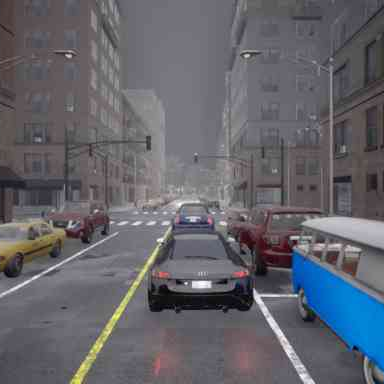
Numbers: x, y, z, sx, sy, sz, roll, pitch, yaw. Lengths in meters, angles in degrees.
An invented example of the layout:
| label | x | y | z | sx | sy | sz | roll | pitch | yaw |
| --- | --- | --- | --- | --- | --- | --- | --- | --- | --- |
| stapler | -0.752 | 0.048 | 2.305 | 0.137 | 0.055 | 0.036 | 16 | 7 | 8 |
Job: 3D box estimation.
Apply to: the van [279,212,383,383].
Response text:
| label | x | y | z | sx | sy | sz | roll | pitch | yaw |
| --- | --- | --- | --- | --- | --- | --- | --- | --- | --- |
| van | 2.643 | 1.341 | 4.659 | 1.690 | 1.788 | 3.998 | 0 | 0 | 0 |

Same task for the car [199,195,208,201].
| label | x | y | z | sx | sy | sz | roll | pitch | yaw |
| --- | --- | --- | --- | --- | --- | --- | --- | --- | --- |
| car | 2.728 | 1.437 | 81.399 | 1.967 | 1.590 | 4.097 | 0 | 0 | 0 |

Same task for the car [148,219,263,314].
| label | x | y | z | sx | sy | sz | roll | pitch | yaw |
| --- | --- | --- | --- | --- | --- | --- | --- | --- | --- |
| car | 0.107 | 1.564 | 7.732 | 1.994 | 1.385 | 4.181 | 0 | 0 | -2 |

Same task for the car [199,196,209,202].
| label | x | y | z | sx | sy | sz | roll | pitch | yaw |
| --- | --- | --- | --- | --- | --- | --- | --- | --- | --- |
| car | 2.722 | 1.548 | 75.917 | 2.008 | 1.369 | 4.403 | 0 | 0 | 0 |

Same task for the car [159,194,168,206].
| label | x | y | z | sx | sy | sz | roll | pitch | yaw |
| --- | --- | --- | --- | --- | --- | --- | --- | --- | --- |
| car | -5.352 | 1.522 | 53.828 | 1.752 | 1.417 | 4.829 | 0 | 0 | 0 |

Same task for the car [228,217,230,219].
| label | x | y | z | sx | sy | sz | roll | pitch | yaw |
| --- | --- | --- | --- | --- | --- | --- | --- | --- | --- |
| car | 2.656 | 1.581 | 16.017 | 1.802 | 1.307 | 4.206 | 0 | 0 | 0 |

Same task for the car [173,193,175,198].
| label | x | y | z | sx | sy | sz | roll | pitch | yaw |
| --- | --- | --- | --- | --- | --- | --- | --- | --- | --- |
| car | -5.327 | 1.437 | 70.444 | 1.967 | 1.590 | 4.097 | 0 | 0 | 0 |

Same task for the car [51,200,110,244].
| label | x | y | z | sx | sy | sz | roll | pitch | yaw |
| --- | --- | --- | --- | --- | --- | --- | --- | --- | --- |
| car | -5.382 | 1.314 | 16.027 | 2.192 | 1.841 | 5.009 | 0 | 0 | 0 |

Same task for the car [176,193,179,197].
| label | x | y | z | sx | sy | sz | roll | pitch | yaw |
| --- | --- | --- | --- | --- | --- | --- | --- | --- | --- |
| car | -5.303 | 1.312 | 86.890 | 2.192 | 1.841 | 5.009 | 0 | 0 | 0 |

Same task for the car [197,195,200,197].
| label | x | y | z | sx | sy | sz | roll | pitch | yaw |
| --- | --- | --- | --- | --- | --- | --- | --- | --- | --- |
| car | 2.716 | 1.548 | 70.435 | 2.008 | 1.369 | 4.403 | 0 | 0 | 0 |

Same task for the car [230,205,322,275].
| label | x | y | z | sx | sy | sz | roll | pitch | yaw |
| --- | --- | --- | --- | --- | --- | --- | --- | --- | --- |
| car | 2.650 | 1.314 | 10.338 | 2.192 | 1.841 | 5.009 | 0 | 0 | 0 |

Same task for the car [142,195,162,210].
| label | x | y | z | sx | sy | sz | roll | pitch | yaw |
| --- | --- | --- | --- | --- | --- | --- | --- | --- | --- |
| car | -5.368 | 1.521 | 42.864 | 1.752 | 1.417 | 4.829 | 0 | 0 | 0 |

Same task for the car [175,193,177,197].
| label | x | y | z | sx | sy | sz | roll | pitch | yaw |
| --- | --- | --- | --- | --- | --- | --- | --- | --- | --- |
| car | -5.311 | 1.563 | 81.409 | 1.947 | 1.339 | 4.313 | 0 | 0 | 0 |

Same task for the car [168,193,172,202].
| label | x | y | z | sx | sy | sz | roll | pitch | yaw |
| --- | --- | --- | --- | --- | --- | --- | --- | --- | --- |
| car | -5.343 | 1.311 | 59.480 | 2.192 | 1.841 | 5.009 | 0 | 0 | 0 |

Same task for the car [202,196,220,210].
| label | x | y | z | sx | sy | sz | roll | pitch | yaw |
| --- | --- | --- | --- | --- | --- | --- | --- | --- | --- |
| car | 2.686 | 1.547 | 43.026 | 2.008 | 1.369 | 4.403 | 0 | 0 | 0 |

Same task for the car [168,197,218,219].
| label | x | y | z | sx | sy | sz | roll | pitch | yaw |
| --- | --- | --- | --- | --- | --- | --- | --- | --- | --- |
| car | 0.069 | 1.350 | 17.788 | 2.097 | 1.767 | 4.553 | 0 | 0 | 0 |

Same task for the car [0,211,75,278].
| label | x | y | z | sx | sy | sz | roll | pitch | yaw |
| --- | --- | --- | --- | --- | --- | --- | --- | --- | --- |
| car | -5.388 | 1.525 | 10.178 | 1.752 | 1.417 | 4.829 | 0 | 0 | 0 |

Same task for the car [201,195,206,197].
| label | x | y | z | sx | sy | sz | roll | pitch | yaw |
| --- | --- | --- | --- | --- | --- | --- | --- | --- | --- |
| car | 2.692 | 1.541 | 48.507 | 1.887 | 1.381 | 4.507 | 0 | 0 | 0 |

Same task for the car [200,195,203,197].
| label | x | y | z | sx | sy | sz | roll | pitch | yaw |
| --- | --- | --- | --- | --- | --- | --- | --- | --- | --- |
| car | 2.698 | 1.547 | 53.989 | 2.008 | 1.369 | 4.403 | 0 | 0 | 0 |
